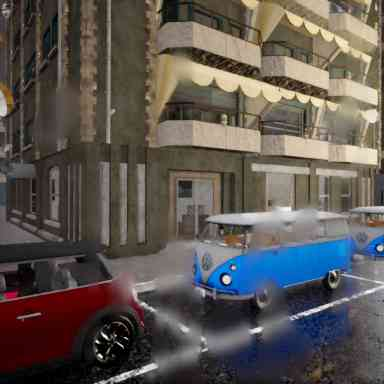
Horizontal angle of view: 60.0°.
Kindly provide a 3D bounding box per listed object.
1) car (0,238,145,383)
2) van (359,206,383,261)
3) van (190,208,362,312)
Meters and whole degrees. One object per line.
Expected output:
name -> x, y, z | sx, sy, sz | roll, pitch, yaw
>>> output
car -> -2.755, 1.440, 4.128 | 4.097, 1.590, 1.967 | 0, 0, -36
van -> 6.496, 1.345, 10.755 | 3.998, 1.788, 1.690 | 0, 0, -36
van -> 1.870, 1.342, 7.441 | 3.998, 1.788, 1.690 | 0, 0, -36
